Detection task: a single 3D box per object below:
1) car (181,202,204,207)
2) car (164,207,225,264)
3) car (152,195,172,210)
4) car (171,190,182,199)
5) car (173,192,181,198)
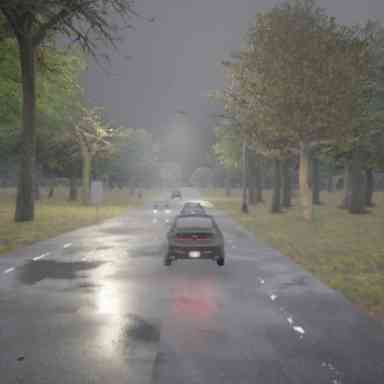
[{"bbox_3d":[0.071,1.527,27.143,1.994,1.385,4.181,0,0,0],"label":"car"},{"bbox_3d":[0.080,1.509,11.761,1.837,1.490,4.892,0,0,0],"label":"car"},{"bbox_3d":[-3.763,1.386,41.565,1.812,1.442,4.674,0,1,-2],"label":"car"},{"bbox_3d":[-3.404,0.528,73.010,2.150,2.045,5.566,0,1,-2],"label":"car"},{"bbox_3d":[-3.546,0.741,80.514,1.812,1.442,4.674,0,1,0],"label":"car"}]
